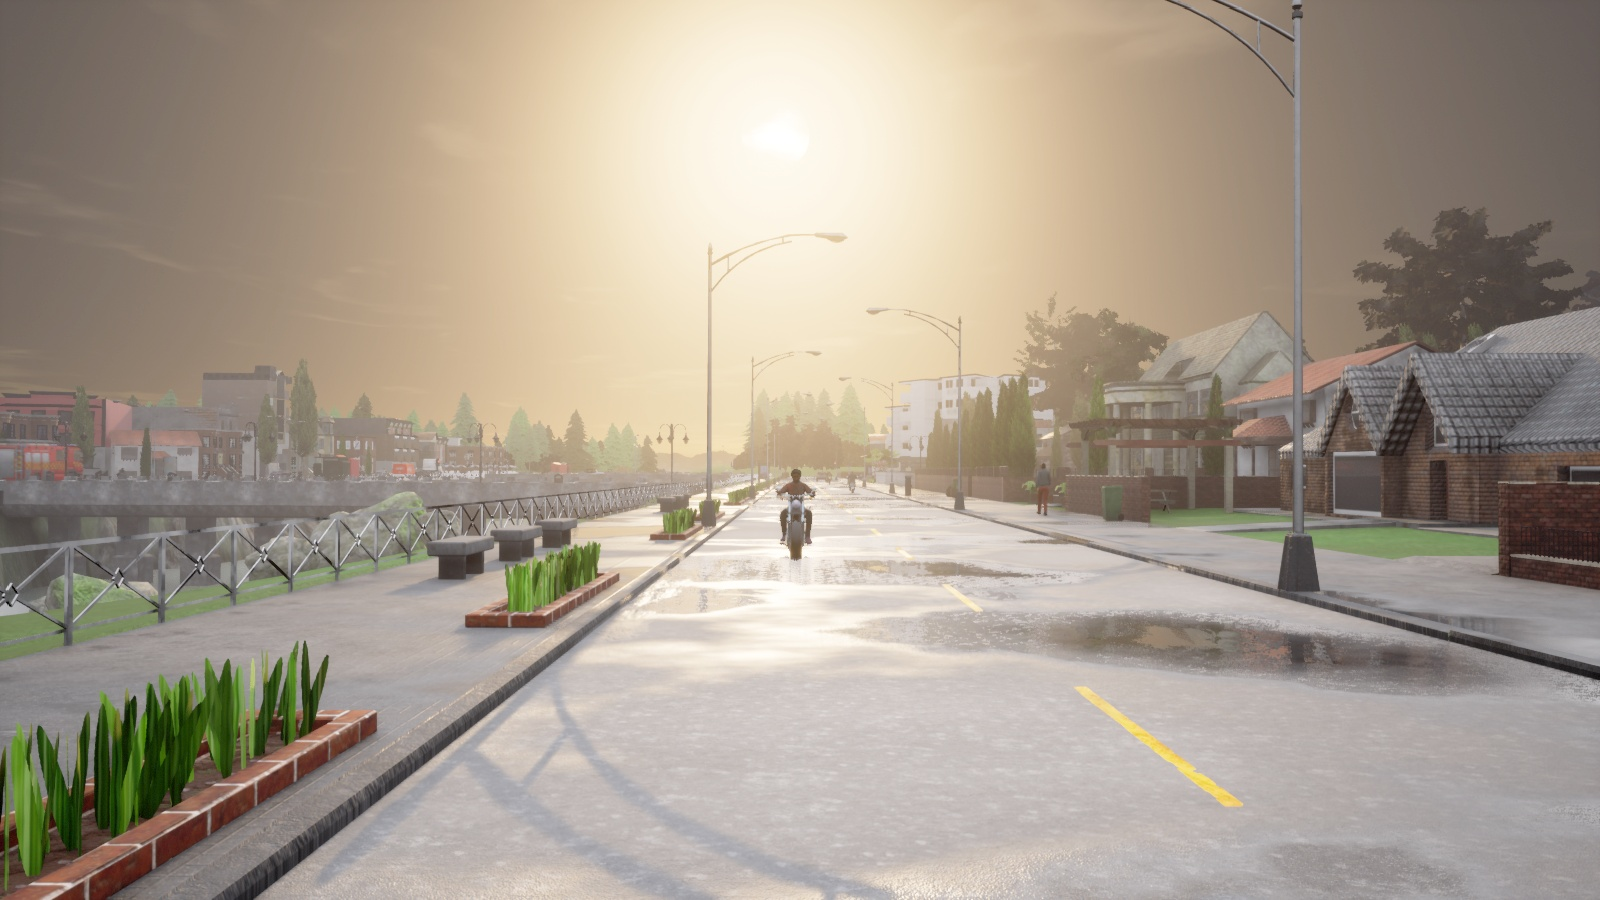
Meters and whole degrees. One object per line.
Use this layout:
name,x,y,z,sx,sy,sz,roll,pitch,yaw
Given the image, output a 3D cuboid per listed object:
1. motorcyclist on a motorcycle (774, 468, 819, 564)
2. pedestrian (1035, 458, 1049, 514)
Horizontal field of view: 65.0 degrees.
motorcyclist on a motorcycle,-0.061,1.146,22.702,0.766,1.649,2.350,0,-1,0
pedestrian,8.119,1.198,42.143,0.353,1.847,0.614,0,-1,-1
